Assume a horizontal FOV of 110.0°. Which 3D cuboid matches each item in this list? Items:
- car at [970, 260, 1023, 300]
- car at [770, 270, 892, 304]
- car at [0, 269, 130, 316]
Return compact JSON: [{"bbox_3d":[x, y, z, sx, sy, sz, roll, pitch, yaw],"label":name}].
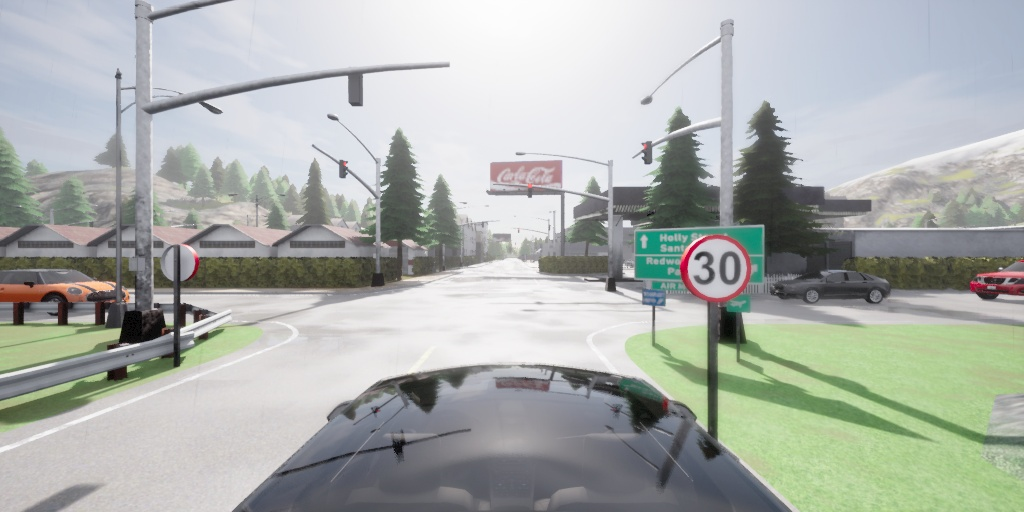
[{"bbox_3d":[25.676,1.163,17.119,5.566,2.045,2.150,0,0,0],"label":"car"},{"bbox_3d":[15.212,1.446,17.262,4.892,1.490,1.837,0,0,1],"label":"car"},{"bbox_3d":[-17.966,1.294,14.022,4.553,1.767,2.097,0,0,1],"label":"car"}]
